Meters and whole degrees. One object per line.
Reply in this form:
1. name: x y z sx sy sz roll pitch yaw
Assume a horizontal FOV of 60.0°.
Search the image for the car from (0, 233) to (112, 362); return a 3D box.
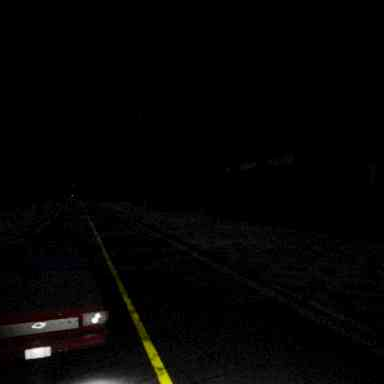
1. car: -2.785 1.571 6.530 2.033 1.411 5.357 1 0 -20
